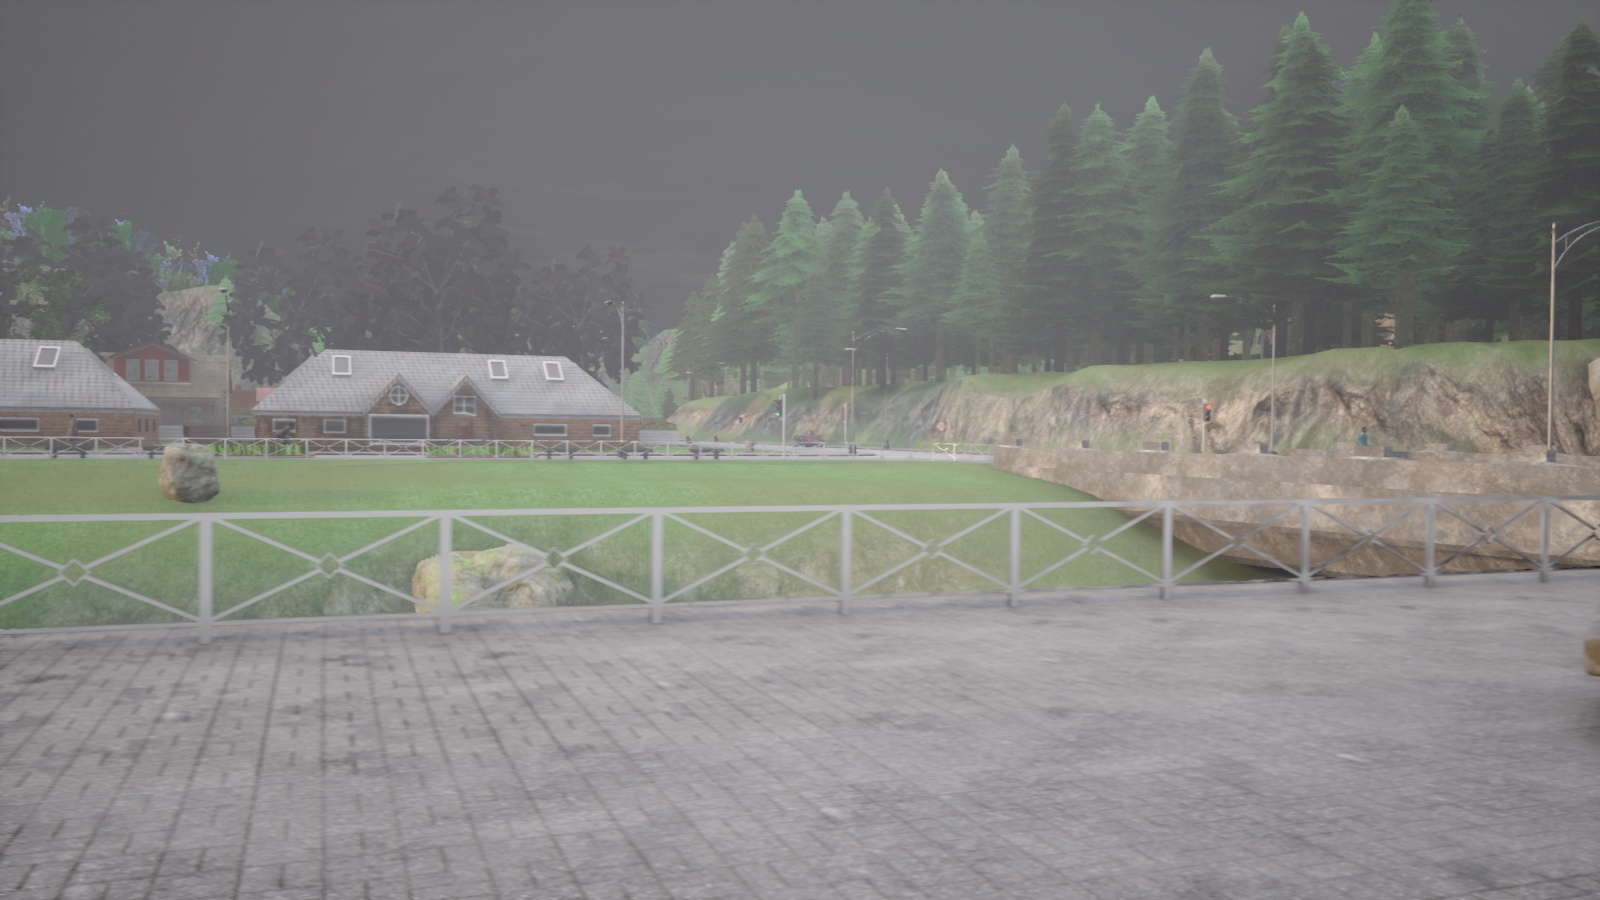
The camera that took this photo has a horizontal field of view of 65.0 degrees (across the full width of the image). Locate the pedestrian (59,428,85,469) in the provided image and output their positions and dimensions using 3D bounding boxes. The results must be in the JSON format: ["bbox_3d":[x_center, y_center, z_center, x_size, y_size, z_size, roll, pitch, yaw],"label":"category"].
[{"bbox_3d":[-35.133,-0.098,60.605,0.873,1.952,0.659,-1,1,-10],"label":"pedestrian"}]

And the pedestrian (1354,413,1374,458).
[{"bbox_3d":[24.416,-0.640,54.347,0.396,1.930,0.692,-1,1,-21],"label":"pedestrian"}]
